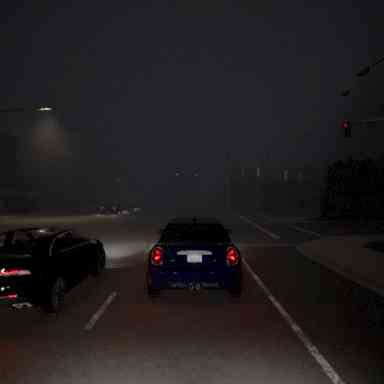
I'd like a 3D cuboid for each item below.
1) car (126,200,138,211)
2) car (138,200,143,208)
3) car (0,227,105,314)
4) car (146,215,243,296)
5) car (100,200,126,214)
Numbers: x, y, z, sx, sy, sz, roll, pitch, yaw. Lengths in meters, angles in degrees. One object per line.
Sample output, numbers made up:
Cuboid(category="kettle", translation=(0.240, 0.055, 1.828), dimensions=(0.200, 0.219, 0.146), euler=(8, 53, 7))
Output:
Cuboid(category="car", translation=(-10.671, 2.278, 54.108), dimensions=(2.128, 1.511, 4.902), euler=(0, 0, 0))
Cuboid(category="car", translation=(-10.639, 2.279, 64.515), dimensions=(2.128, 1.511, 4.902), euler=(0, 0, 0))
Cuboid(category="car", translation=(-3.439, 1.566, 7.747), dimensions=(2.128, 1.511, 4.902), euler=(0, 0, 0))
Cuboid(category="car", translation=(0.065, 1.436, 9.061), dimensions=(2.097, 1.767, 4.553), euler=(0, -1, 0))
Cuboid(category="car", translation=(-10.665, 2.017, 44.331), dimensions=(2.097, 1.767, 4.553), euler=(0, -1, 0))
